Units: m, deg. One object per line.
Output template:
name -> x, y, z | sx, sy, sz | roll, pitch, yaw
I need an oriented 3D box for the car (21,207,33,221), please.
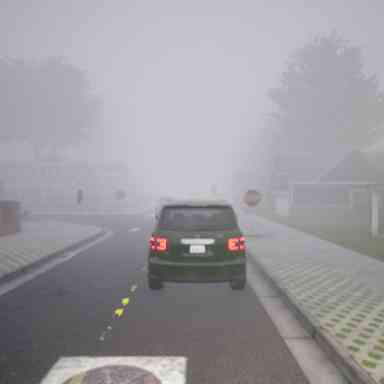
car -> -13.584, 1.321, 23.164 | 4.674, 1.442, 1.812 | 1, 0, 0

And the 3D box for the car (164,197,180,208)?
car -> -2.719, 1.483, 46.175 | 1.994, 1.385, 4.181 | 0, 0, 0

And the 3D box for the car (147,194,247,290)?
car -> 0.121, 1.196, 9.142 | 2.150, 2.045, 5.566 | 0, 0, 0

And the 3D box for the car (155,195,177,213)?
car -> -2.751, 1.285, 36.267 | 2.097, 1.767, 4.553 | 0, 0, 0

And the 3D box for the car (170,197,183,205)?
car -> -2.670, 1.510, 57.721 | 1.895, 1.301, 4.718 | 0, 0, 1

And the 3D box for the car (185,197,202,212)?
car -> 0.201, 1.406, 38.871 | 1.882, 1.535, 5.008 | 0, 0, 0
